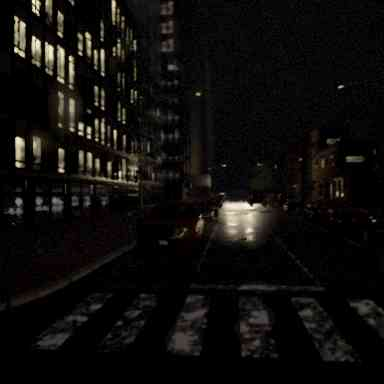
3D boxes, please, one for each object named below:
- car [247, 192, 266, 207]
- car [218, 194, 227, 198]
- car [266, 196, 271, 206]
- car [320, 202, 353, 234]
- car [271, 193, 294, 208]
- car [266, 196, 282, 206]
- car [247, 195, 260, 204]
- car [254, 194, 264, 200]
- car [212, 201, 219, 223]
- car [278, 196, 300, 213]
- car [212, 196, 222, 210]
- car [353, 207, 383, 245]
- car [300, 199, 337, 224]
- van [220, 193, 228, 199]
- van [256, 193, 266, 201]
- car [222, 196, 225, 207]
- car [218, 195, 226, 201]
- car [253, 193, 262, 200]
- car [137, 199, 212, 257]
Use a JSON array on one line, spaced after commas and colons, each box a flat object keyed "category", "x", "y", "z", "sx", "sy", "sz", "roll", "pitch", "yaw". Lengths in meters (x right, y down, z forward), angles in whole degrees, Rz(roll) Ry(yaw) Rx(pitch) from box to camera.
[{"category": "car", "x": 9.435, "y": 1.034, "z": 47.771, "sx": 2.150, "sy": 2.045, "sz": 5.566, "roll": -1, "pitch": 0, "yaw": 7}, {"category": "car", "x": 4.080, "y": 1.438, "z": 51.558, "sx": 1.887, "sy": 1.381, "sz": 4.507, "roll": 0, "pitch": 0, "yaw": 7}, {"category": "car", "x": 11.730, "y": 1.094, "z": 45.043, "sx": 2.192, "sy": 1.841, "sz": 5.009, "roll": 0, "pitch": 0, "yaw": 7}, {"category": "car", "x": 8.391, "y": 1.417, "z": 17.510, "sx": 1.802, "sy": 1.307, "sz": 4.206, "roll": 0, "pitch": 0, "yaw": 7}, {"category": "car", "x": 11.062, "y": 1.108, "z": 39.535, "sx": 2.192, "sy": 1.841, "sz": 5.009, "roll": 0, "pitch": 0, "yaw": 7}, {"category": "car", "x": 12.419, "y": 1.289, "z": 50.719, "sx": 1.752, "sy": 1.417, "sz": 4.829, "roll": 0, "pitch": 0, "yaw": 7}, {"category": "car", "x": 10.687, "y": 1.331, "z": 58.057, "sx": 2.033, "sy": 1.411, "sz": 5.357, "roll": -1, "pitch": 0, "yaw": 7}, {"category": "car", "x": 15.737, "y": 1.242, "z": 78.081, "sx": 1.947, "sy": 1.339, "sz": 4.313, "roll": 0, "pitch": 0, "yaw": 7}, {"category": "car", "x": 0.741, "y": 1.538, "z": 24.027, "sx": 1.802, "sy": 1.307, "sz": 4.206, "roll": 0, "pitch": 0, "yaw": 7}, {"category": "car", "x": 10.395, "y": 1.356, "z": 34.030, "sx": 2.008, "sy": 1.369, "sz": 4.403, "roll": 0, "pitch": 0, "yaw": 7}, {"category": "car", "x": 1.408, "y": 1.386, "z": 29.533, "sx": 1.967, "sy": 1.590, "sz": 4.097, "roll": 0, "pitch": 0, "yaw": 7}, {"category": "car", "x": 7.723, "y": 1.389, "z": 12.005, "sx": 1.887, "sy": 1.381, "sz": 4.507, "roll": 0, "pitch": 0, "yaw": 7}, {"category": "car", "x": 9.058, "y": 1.266, "z": 23.018, "sx": 1.967, "sy": 1.590, "sz": 4.097, "roll": 0, "pitch": 0, "yaw": 7}, {"category": "van", "x": 6.083, "y": 1.184, "z": 68.076, "sx": 1.690, "sy": 1.788, "sz": 3.998, "roll": 0, "pitch": 0, "yaw": 7}, {"category": "van", "x": 15.069, "y": 1.036, "z": 72.574, "sx": 1.690, "sy": 1.788, "sz": 3.998, "roll": 0, "pitch": 0, "yaw": 7}, {"category": "car", "x": 2.744, "y": 1.504, "z": 40.544, "sx": 1.802, "sy": 1.307, "sz": 4.206, "roll": 0, "pitch": 0, "yaw": 7}, {"category": "car", "x": 3.412, "y": 1.490, "z": 46.052, "sx": 1.802, "sy": 1.307, "sz": 4.206, "roll": 0, "pitch": 0, "yaw": 7}, {"category": "car", "x": 16.404, "y": 1.096, "z": 83.586, "sx": 1.967, "sy": 1.590, "sz": 4.097, "roll": 0, "pitch": 0, "yaw": 7}, {"category": "car", "x": -0.596, "y": 1.289, "z": 13.014, "sx": 2.192, "sy": 1.841, "sz": 5.009, "roll": 0, "pitch": 0, "yaw": 7}]
